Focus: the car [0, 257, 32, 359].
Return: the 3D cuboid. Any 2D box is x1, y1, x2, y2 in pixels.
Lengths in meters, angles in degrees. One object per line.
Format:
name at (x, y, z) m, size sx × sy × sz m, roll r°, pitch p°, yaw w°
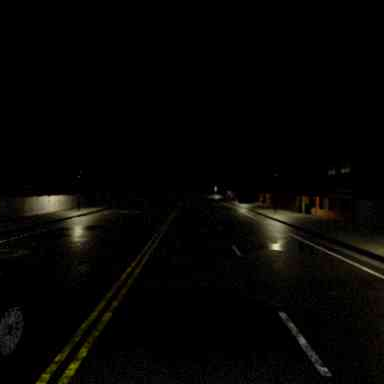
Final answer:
car at (-3.335, 1.464, 3.086) m, size 2.128 × 1.511 × 4.902 m, roll 0°, pitch 0°, yaw 0°
